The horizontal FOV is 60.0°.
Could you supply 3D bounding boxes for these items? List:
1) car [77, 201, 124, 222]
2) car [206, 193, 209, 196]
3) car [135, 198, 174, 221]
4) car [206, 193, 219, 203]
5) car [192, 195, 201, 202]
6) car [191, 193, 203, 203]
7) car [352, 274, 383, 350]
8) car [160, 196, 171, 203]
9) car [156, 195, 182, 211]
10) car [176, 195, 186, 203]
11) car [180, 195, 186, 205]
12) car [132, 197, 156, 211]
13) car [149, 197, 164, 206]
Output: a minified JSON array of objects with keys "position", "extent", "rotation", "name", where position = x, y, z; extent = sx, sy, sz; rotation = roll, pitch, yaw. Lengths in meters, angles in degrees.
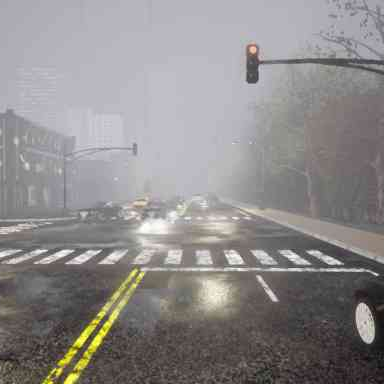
[{"position":[-7.263,1.487,26.740],"extent":[2.128,1.511,4.902],"rotation":[0,0,16],"name":"car"},{"position":[4.387,1.195,76.609],"extent":[2.150,2.045,5.566],"rotation":[0,0,1],"name":"car"},{"position":[-2.949,1.485,27.042],"extent":[2.128,1.511,4.902],"rotation":[0,0,1],"name":"car"},{"position":[4.332,1.480,66.146],"extent":[1.837,1.490,4.892],"rotation":[0,0,1],"name":"car"},{"position":[1.137,1.509,76.734],"extent":[2.033,1.411,5.357],"rotation":[0,0,1],"name":"car"},{"position":[1.083,1.197,66.110],"extent":[2.150,2.045,5.566],"rotation":[0,0,1],"name":"car"},{"position":[3.394,1.477,3.191],"extent":[1.882,1.535,5.008],"rotation":[0,0,1],"name":"car"},{"position":[-5.479,1.575,68.888],"extent":[1.895,1.301,4.718],"rotation":[0,0,1],"name":"car"},{"position":[-2.745,1.478,40.494],"extent":[2.128,1.511,4.902],"rotation":[0,0,1],"name":"car"},{"position":[-2.220,1.477,69.404],"extent":[1.837,1.490,4.892],"rotation":[0,0,1],"name":"car"},{"position":[-2.535,1.333,54.124],"extent":[2.097,1.767,4.553],"rotation":[0,0,1],"name":"car"},{"position":[-5.994,1.464,40.402],"extent":[1.882,1.535,5.008],"rotation":[0,0,1],"name":"car"},{"position":[-5.782,1.545,54.140],"extent":[1.994,1.385,4.181],"rotation":[0,0,1],"name":"car"}]
